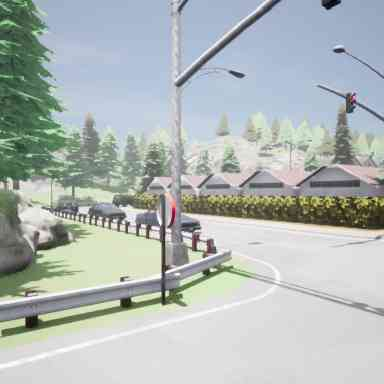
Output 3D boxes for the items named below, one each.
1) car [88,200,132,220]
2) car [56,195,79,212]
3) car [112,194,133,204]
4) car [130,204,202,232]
[{"bbox_3d":[-7.608,1.739,29.436,2.033,1.411,5.357,0,0,-35],"label":"car"},{"bbox_3d":[-15.339,1.409,40.666,2.150,2.045,5.566,0,0,-27],"label":"car"},{"bbox_3d":[-10.393,1.398,54.114,2.150,2.045,5.566,0,0,37],"label":"car"},{"bbox_3d":[-1.674,1.739,20.972,2.033,1.411,5.357,0,0,-38],"label":"car"}]
